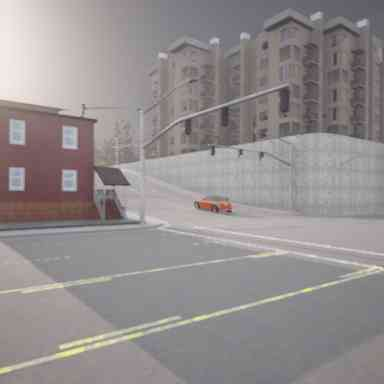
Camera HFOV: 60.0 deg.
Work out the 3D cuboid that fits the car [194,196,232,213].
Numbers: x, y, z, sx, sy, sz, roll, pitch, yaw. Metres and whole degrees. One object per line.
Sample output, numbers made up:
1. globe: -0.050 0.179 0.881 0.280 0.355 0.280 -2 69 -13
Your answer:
1. car: 2.207 1.147 35.770 2.097 1.767 4.553 1 4 -36
